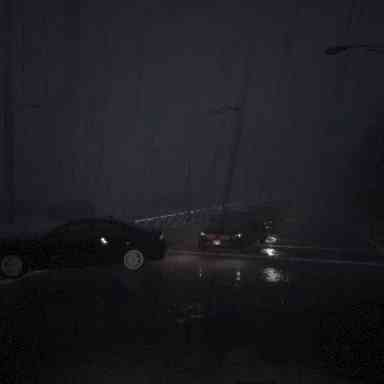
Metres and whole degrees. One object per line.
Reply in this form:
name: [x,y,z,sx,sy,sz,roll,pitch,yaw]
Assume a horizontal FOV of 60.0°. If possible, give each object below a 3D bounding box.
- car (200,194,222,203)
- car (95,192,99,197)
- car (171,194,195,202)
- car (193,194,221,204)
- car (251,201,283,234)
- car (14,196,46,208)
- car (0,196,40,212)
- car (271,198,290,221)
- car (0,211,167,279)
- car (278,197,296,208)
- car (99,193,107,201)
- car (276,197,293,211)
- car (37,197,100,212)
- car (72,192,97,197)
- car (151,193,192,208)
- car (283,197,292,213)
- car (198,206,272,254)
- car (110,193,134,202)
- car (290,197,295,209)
car: [3.556,1.203,62.923,3.806,1.475,1.970,0,0,19]
car: [-21.692,1.299,68.001,3.806,1.475,1.970,0,0,19]
car: [-1.939,1.259,68.659,4.514,1.523,2.007,0,0,19]
car: [1.798,1.126,56.743,5.027,1.636,2.152,0,0,19]
car: [4.010,1.490,19.260,1.837,1.490,4.892,0,0,19]
car: [-21.589,1.274,44.296,3.633,1.501,1.845,0,0,19]
car: [-15.041,1.356,29.404,3.806,1.475,1.970,0,0,19]
car: [5.934,1.475,24.902,2.128,1.511,4.902,0,0,19]
car: [-3.258,1.475,9.843,5.008,1.535,1.882,0,0,-15]
car: [13.656,1.469,47.619,2.128,1.511,4.902,0,0,19]
car: [-20.043,1.015,70.952,3.866,1.878,1.905,0,0,19]
car: [11.762,1.484,42.047,1.837,1.490,4.892,0,0,19]
car: [-8.974,1.356,24.194,3.633,1.501,1.845,0,0,19]
car: [-18.333,1.249,53.743,4.514,1.523,2.007,0,0,19]
car: [-2.864,1.075,41.745,4.605,1.855,1.932,0,0,19]
car: [7.824,1.487,30.461,1.837,1.490,4.892,0,0,19]
car: [1.851,1.514,13.856,1.812,1.442,4.674,0,0,25]
car: [-13.651,1.046,65.308,4.605,1.855,1.932,0,0,19]
car: [9.877,1.545,36.495,1.994,1.385,4.181,0,0,19]
